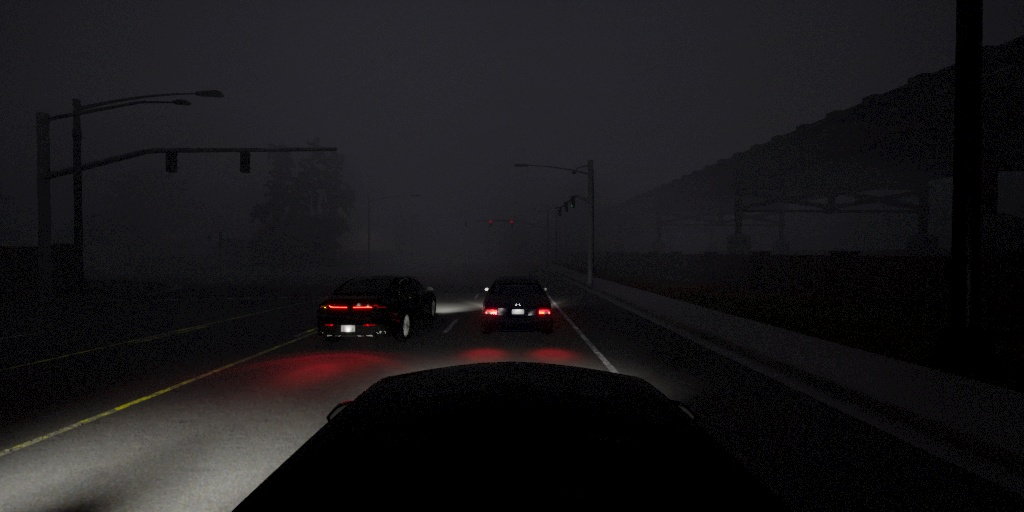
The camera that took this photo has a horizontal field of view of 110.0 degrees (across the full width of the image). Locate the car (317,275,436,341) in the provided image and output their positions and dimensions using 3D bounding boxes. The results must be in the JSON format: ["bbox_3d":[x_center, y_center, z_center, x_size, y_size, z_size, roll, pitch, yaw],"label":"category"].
[{"bbox_3d":[-3.382,1.255,9.831,1.837,1.490,4.892,0,0,0],"label":"car"}]

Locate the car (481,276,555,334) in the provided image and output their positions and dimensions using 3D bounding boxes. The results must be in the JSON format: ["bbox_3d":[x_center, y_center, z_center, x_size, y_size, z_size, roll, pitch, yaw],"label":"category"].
[{"bbox_3d":[0.124,1.301,10.598,2.033,1.411,5.357,0,0,0],"label":"car"}]
